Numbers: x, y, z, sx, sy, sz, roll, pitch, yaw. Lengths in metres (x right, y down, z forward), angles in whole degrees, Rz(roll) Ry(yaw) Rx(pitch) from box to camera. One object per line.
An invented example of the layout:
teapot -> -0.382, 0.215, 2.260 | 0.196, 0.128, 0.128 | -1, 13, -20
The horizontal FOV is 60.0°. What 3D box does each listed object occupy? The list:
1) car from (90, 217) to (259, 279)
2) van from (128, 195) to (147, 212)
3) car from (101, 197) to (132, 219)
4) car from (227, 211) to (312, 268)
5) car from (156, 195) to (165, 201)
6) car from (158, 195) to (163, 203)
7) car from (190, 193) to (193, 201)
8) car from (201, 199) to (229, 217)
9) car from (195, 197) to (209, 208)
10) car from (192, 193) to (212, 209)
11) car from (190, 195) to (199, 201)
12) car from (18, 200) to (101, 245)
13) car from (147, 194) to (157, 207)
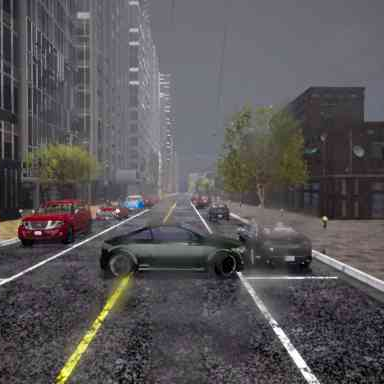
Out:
car -> -0.457, 1.557, 9.504 | 4.181, 1.385, 1.994 | 0, 0, -1
van -> -6.650, 1.329, 38.562 | 1.690, 1.788, 3.998 | -1, 0, -1
car -> -6.362, 1.432, 26.768 | 1.967, 1.590, 4.097 | -1, 0, -1
car -> 2.561, 1.548, 11.105 | 2.008, 1.369, 4.403 | -1, 0, -1
car -> -7.766, 1.496, 82.656 | 1.752, 1.417, 4.829 | -1, 0, -1
car -> -7.349, 1.522, 66.227 | 1.887, 1.381, 4.507 | -1, 0, -1
car -> 0.885, 1.290, 71.962 | 2.192, 1.841, 5.009 | -1, 0, -1
car -> 2.041, 1.543, 26.964 | 2.008, 1.369, 4.403 | -1, 0, -1
car -> 1.446, 1.509, 50.000 | 1.752, 1.417, 4.829 | -1, 0, -1
car -> 1.587, 1.301, 44.298 | 2.192, 1.841, 5.009 | -1, 0, -1
car -> 0.609, 1.537, 83.027 | 1.947, 1.339, 4.313 | -1, 0, -1
car -> -6.173, 1.310, 15.700 | 2.192, 1.841, 5.009 | -1, 0, -1
car -> -6.931, 1.298, 49.628 | 2.192, 1.841, 5.009 | -1, 0, -1
